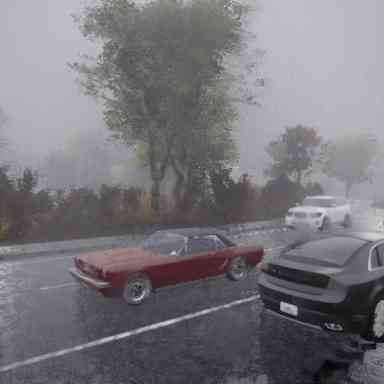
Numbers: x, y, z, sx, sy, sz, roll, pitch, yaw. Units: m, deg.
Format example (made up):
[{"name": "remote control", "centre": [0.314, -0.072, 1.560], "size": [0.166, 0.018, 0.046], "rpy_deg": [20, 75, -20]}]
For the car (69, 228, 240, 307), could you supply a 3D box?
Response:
[{"name": "car", "centre": [-0.439, 1.624, 8.227], "size": [4.718, 1.301, 1.895], "rpy_deg": [0, 0, -38]}]

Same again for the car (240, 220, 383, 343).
[{"name": "car", "centre": [3.353, 1.517, 6.561], "size": [4.892, 1.490, 1.837], "rpy_deg": [0, 0, -39]}]

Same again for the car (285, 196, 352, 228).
[{"name": "car", "centre": [7.859, 1.252, 20.294], "size": [2.150, 2.045, 5.566], "rpy_deg": [0, 0, 44]}]

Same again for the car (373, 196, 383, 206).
[{"name": "car", "centre": [30.933, 1.392, 54.337], "size": [2.097, 1.767, 4.553], "rpy_deg": [0, 0, 24]}]
